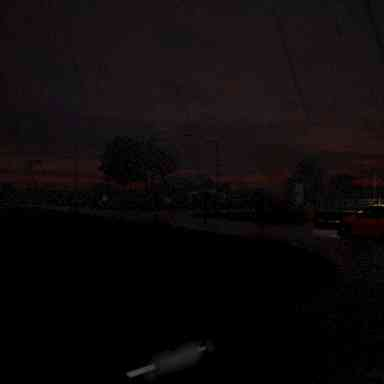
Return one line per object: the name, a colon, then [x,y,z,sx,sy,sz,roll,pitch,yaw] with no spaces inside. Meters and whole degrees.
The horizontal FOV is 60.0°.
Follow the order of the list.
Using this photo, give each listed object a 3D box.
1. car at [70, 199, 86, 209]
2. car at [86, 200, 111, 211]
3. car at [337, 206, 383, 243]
car: [-19.045,1.953,55.755,1.882,1.535,5.008,0,-1,-35]
car: [-13.021,1.859,47.379,1.812,1.442,4.674,0,-1,-35]
car: [8.634,1.398,14.963,2.097,1.767,4.553,-1,0,-10]
